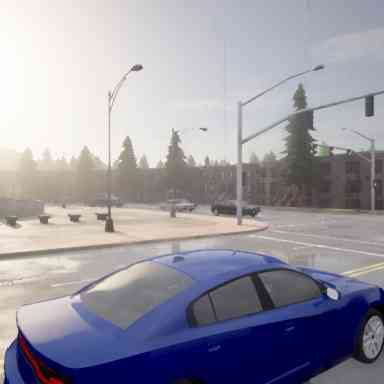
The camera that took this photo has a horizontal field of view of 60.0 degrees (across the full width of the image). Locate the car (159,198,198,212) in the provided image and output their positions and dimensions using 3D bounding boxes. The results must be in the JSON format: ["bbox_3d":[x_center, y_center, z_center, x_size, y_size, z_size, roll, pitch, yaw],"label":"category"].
[{"bbox_3d":[-1.781,1.601,38.096,1.895,1.301,4.718,0,0,-39],"label":"car"}]

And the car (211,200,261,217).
[{"bbox_3d":[3.823,1.478,30.620,1.882,1.535,5.008,0,0,-36],"label":"car"}]

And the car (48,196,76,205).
[{"bbox_3d":[-23.347,1.505,59.746,4.892,1.490,1.837,0,-1,13],"label":"car"}]

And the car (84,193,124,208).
[{"bbox_3d":[-12.343,1.223,47.748,5.566,2.045,2.150,0,0,31],"label":"car"}]

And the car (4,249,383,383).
[{"bbox_3d":[0.528,1.478,4.175,5.008,1.535,1.882,0,0,-35],"label":"car"}]

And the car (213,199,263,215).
[{"bbox_3d":[4.782,1.547,35.268,2.033,1.411,5.357,0,0,-36],"label":"car"}]

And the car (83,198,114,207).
[{"bbox_3d":[-14.872,1.601,53.040,4.718,1.301,1.895,0,0,25],"label":"car"}]
